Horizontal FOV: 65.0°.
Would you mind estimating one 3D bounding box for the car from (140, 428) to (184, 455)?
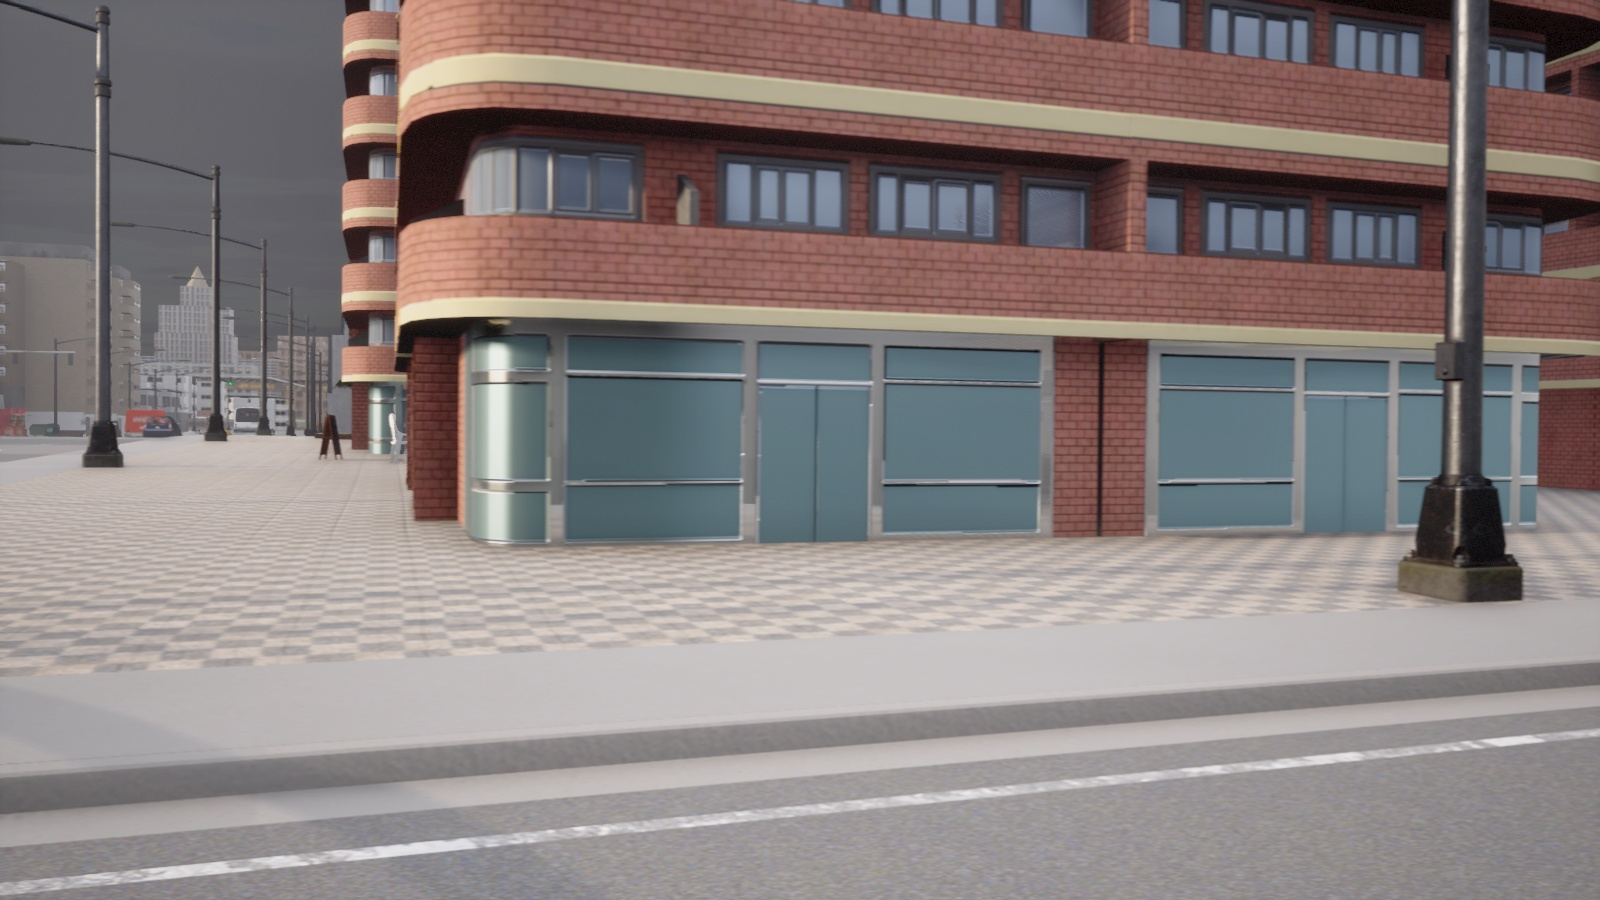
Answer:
[{"bbox_3d":[-40.416,-0.520,79.639,1.851,1.617,3.988,-1,-1,-18],"label":"car"}]
